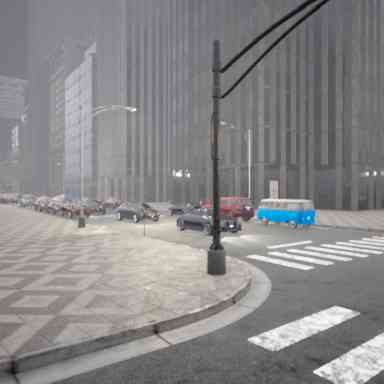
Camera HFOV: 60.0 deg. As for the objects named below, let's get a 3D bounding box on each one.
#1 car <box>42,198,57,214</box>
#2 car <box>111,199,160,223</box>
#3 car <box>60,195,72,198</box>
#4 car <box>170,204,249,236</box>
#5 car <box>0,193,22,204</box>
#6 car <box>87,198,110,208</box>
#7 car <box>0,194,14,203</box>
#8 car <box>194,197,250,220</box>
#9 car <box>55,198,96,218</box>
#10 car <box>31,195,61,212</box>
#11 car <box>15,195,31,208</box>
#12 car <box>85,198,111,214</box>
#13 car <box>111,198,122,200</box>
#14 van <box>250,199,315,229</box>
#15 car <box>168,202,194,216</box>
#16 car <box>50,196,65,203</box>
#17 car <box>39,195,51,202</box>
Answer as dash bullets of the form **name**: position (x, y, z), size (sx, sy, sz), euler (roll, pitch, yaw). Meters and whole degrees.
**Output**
- **car**: position (-14.134, 1.603, 35.119), size (1.802, 1.307, 4.206), euler (0, 0, -36)
- **car**: position (-4.307, 1.533, 26.028), size (1.837, 1.490, 4.892), euler (0, 0, -36)
- **car**: position (-20.444, 1.571, 53.355), size (1.994, 1.385, 4.181), euler (0, 0, -36)
- **car**: position (0.878, 1.596, 18.932), size (1.994, 1.385, 4.181), euler (0, 0, -36)
- **car**: position (-34.101, 1.296, 62.436), size (2.192, 1.841, 5.009), euler (0, 0, -36)
- **car**: position (-13.893, 1.596, 49.237), size (1.802, 1.307, 4.206), euler (0, 0, -36)
- **car**: position (-37.429, 1.283, 66.990), size (2.192, 1.841, 5.009), euler (0, 0, -36)
- **car**: position (2.748, 1.345, 26.470), size (2.192, 1.841, 5.009), euler (0, 0, -36)
- **car**: position (-10.806, 1.569, 30.566), size (1.887, 1.381, 4.507), euler (0, 0, -36)
- **car**: position (-17.462, 1.458, 39.672), size (1.967, 1.590, 4.097), euler (0, 0, -36)
- **car**: position (-24.117, 1.560, 48.777), size (2.008, 1.369, 4.403), euler (0, 0, -36)
- **car**: position (-10.437, 1.527, 34.427), size (1.837, 1.490, 4.892), euler (0, 0, -36)
- **car**: position (-10.564, 1.458, 44.683), size (1.967, 1.590, 4.097), euler (0, 0, -36)
- **van**: position (6.078, 1.372, 21.916), size (1.690, 1.788, 3.998), euler (0, 0, -36)
- **car**: position (-0.580, 1.593, 31.024), size (1.947, 1.339, 4.313), euler (0, 0, -36)
- **car**: position (-27.306, 1.506, 67.589), size (1.752, 1.417, 4.829), euler (0, 0, -36)
- **car**: position (-33.977, 1.477, 76.726), size (1.752, 1.417, 4.829), euler (0, 0, -35)
